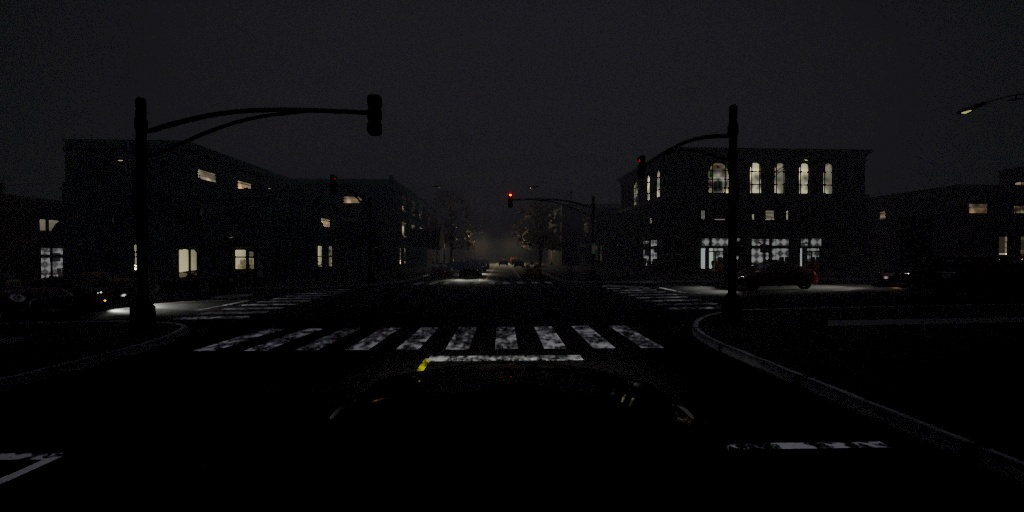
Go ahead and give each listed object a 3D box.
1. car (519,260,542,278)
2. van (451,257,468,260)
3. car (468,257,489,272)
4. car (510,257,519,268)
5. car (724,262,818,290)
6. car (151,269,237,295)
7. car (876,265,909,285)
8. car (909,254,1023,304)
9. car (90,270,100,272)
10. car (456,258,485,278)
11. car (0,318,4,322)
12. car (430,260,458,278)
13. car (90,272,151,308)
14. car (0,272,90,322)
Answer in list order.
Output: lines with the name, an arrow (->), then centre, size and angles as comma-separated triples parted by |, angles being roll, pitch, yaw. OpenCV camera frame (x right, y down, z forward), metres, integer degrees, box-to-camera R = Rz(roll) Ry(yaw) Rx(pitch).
car -> 1.886, 1.269, 33.969 | 1.751, 1.417, 4.829 | 0, 0, -1
van -> -6.769, 1.082, 44.674 | 1.690, 1.789, 3.998 | 0, 0, -1
car -> -4.174, 1.219, 44.451 | 1.882, 1.535, 5.008 | 0, 0, -1
car -> 1.186, 1.288, 61.521 | 2.007, 1.370, 4.403 | 0, 0, -1
car -> 14.309, 1.063, 19.917 | 4.674, 1.442, 1.812 | -1, 1, -2
car -> -18.676, 1.474, 21.085 | 4.313, 1.339, 1.948 | 0, 0, -2
car -> 23.531, 0.918, 20.316 | 4.902, 1.511, 2.128 | -1, 1, -2
car -> 19.644, 0.843, 14.358 | 5.009, 1.841, 2.192 | 0, 0, -2
car -> -24.494, 1.500, 20.833 | 4.829, 1.417, 1.751 | 0, 0, -2
car -> -3.916, 1.221, 34.412 | 1.882, 1.535, 5.008 | 0, 0, -2
car -> -5.661, 1.295, 1.077 | 1.888, 1.381, 4.507 | 0, 0, -1
car -> -6.487, 1.326, 33.586 | 1.802, 1.307, 4.207 | 0, 0, -1
car -> -18.638, 1.526, 15.291 | 4.181, 1.385, 1.994 | -1, 1, -2
car -> -18.344, 1.422, 12.745 | 4.097, 1.591, 1.967 | 0, 0, -2
